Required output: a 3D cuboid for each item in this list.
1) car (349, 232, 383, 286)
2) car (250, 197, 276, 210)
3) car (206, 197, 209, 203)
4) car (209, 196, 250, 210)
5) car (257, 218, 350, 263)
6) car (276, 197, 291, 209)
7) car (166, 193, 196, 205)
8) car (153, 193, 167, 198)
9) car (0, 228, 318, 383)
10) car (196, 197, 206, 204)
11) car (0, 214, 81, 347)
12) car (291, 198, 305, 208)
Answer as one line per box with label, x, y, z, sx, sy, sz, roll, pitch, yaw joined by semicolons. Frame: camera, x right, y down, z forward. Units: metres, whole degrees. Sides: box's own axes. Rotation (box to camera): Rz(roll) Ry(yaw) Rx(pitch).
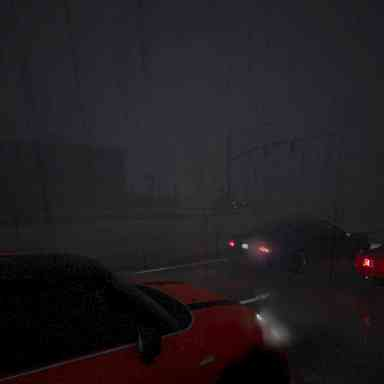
car;6.108;1.601;8.144;4.718;1.301;1.895;0;0;-35
car;8.153;1.493;44.001;2.128;1.511;4.902;0;0;-36
car;2.163;1.564;64.182;1.994;1.385;4.181;0;0;-36
car;4.737;1.351;42.555;2.097;1.767;4.553;0;0;-35
car;3.534;1.547;10.615;5.357;1.411;2.033;0;0;-35
car;10.829;1.477;46.272;1.882;1.535;5.008;0;0;-36
car;-1.940;1.477;57.876;1.882;1.535;5.008;0;0;-36
car;-8.363;1.540;72.775;2.033;1.411;5.357;0;0;-36
car;-1.223;1.353;2.875;4.553;1.767;2.097;0;0;-35
car;-0.146;1.477;61.374;1.882;1.535;5.008;0;0;-36
car;-4.282;1.353;4.992;4.553;1.767;2.097;0;0;-35
car;13.860;1.477;48.057;1.882;1.535;5.008;0;0;-36
